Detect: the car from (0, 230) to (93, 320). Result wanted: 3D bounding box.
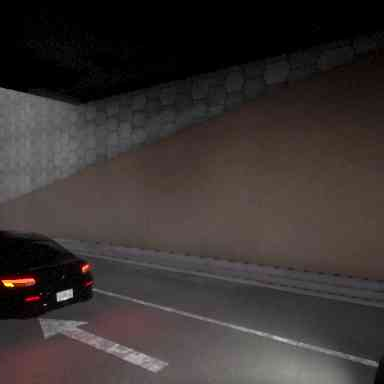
[{"bbox_3d":[-3.955,1.526,6.793,4.674,1.442,1.812,0,0,36],"label":"car"}]

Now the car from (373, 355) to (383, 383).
[{"bbox_3d":[3.485,1.503,1.428,4.892,1.490,1.837,0,0,36],"label":"car"}]
